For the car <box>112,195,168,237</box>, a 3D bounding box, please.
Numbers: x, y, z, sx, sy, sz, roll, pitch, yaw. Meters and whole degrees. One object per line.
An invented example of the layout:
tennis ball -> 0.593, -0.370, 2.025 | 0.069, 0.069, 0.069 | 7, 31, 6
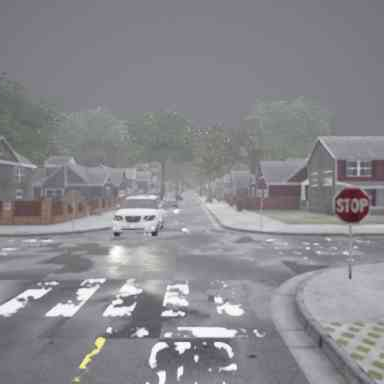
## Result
car -> -2.735, 1.205, 18.100 | 2.150, 2.045, 5.566 | 0, 0, 0

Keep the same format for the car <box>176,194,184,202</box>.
car -> -2.699, 1.175, 67.459 | 1.882, 1.535, 5.008 | 0, 0, 0

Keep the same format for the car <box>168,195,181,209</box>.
car -> -2.717, 1.427, 42.506 | 1.812, 1.442, 4.674 | 0, 0, 0
